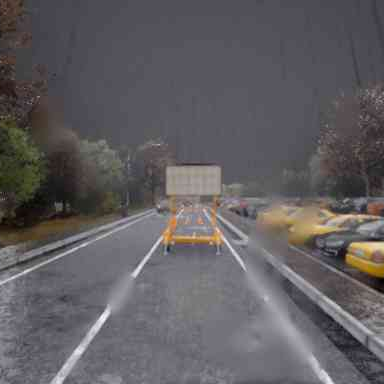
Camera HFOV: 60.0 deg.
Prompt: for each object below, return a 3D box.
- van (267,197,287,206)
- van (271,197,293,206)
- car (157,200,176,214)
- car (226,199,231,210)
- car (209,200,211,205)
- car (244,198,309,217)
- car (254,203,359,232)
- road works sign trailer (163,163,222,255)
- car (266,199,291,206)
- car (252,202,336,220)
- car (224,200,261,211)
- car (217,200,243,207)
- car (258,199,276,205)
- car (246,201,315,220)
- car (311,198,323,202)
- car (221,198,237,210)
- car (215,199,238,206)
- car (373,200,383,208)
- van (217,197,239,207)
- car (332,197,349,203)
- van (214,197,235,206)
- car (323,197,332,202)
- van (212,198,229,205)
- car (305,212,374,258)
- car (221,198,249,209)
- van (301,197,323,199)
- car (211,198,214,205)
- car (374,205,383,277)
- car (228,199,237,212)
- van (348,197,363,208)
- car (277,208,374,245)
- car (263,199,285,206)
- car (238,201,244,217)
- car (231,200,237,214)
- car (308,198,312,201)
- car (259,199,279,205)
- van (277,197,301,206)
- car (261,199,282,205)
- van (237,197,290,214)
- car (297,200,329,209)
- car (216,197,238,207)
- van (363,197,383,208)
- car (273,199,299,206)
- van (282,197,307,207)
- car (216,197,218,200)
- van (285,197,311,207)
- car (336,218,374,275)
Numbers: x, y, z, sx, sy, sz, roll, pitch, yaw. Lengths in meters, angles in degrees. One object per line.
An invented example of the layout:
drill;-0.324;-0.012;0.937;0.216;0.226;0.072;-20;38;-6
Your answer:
van;20.676;2.319;80.785;4.442;1.987;1.878;0;-2;0
van;20.396;2.161;75.249;4.442;1.987;1.878;0;-2;0
car;-3.201;1.769;42.182;2.097;1.767;4.553;0;-1;0
car;7.124;1.941;42.225;4.792;1.488;2.163;0;-1;0
car;7.534;2.716;86.614;5.008;1.535;2.097;0;-2;0
car;7.067;1.616;28.349;4.553;1.767;2.185;0;-1;0
car;6.781;1.672;20.151;5.366;1.575;1.946;0;0;0
road works sign trailer;0.069;0.588;14.026;2.380;3.560;2.880;0;-1;3
car;20.351;2.462;78.011;5.366;1.575;1.946;0;-2;0
car;7.174;1.687;22.800;5.366;1.575;1.946;0;0;0
car;7.206;1.982;47.777;4.892;1.521;2.231;0;-1;0
car;7.344;2.228;64.432;4.674;1.452;2.002;0;-1;0
car;20.622;2.735;91.860;4.553;1.767;2.185;0;-2;0
car;7.006;1.714;25.569;4.892;1.521;2.231;0;0;0
car;20.273;1.970;47.564;5.008;1.535;2.097;0;-1;0
car;6.991;1.943;45.003;5.366;1.575;1.946;0;-1;0
car;7.440;2.350;72.732;4.792;1.488;2.163;0;-1;0
car;20.143;1.763;30.945;5.008;1.535;2.097;0;-1;0
van;7.248;1.997;67.212;4.442;1.987;1.878;0;-1;0
car;20.180;1.616;39.257;5.566;2.045;2.435;0;-1;0
van;7.318;2.174;75.522;4.442;1.987;1.878;0;-2;0
car;20.204;1.650;42.027;5.566;2.045;2.435;0;-1;0
van;7.669;2.570;89.395;4.442;1.987;1.878;0;-2;0
car;6.901;1.642;11.700;4.892;1.521;2.231;0;0;0
car;7.239;1.959;56.106;4.553;1.767;2.185;0;-1;0
van;20.443;1.815;53.231;4.442;1.987;1.878;0;-1;0
car;7.416;2.006;69.987;5.566;2.045;2.435;0;-1;0
car;6.876;1.369;6.148;5.566;2.045;2.435;0;0;0
car;7.100;1.906;39.449;4.792;1.488;2.163;0;-1;0
van;20.068;1.607;36.488;4.442;1.987;1.878;0;-1;0
car;6.733;1.648;14.478;5.366;1.575;1.946;0;0;0
car;20.577;2.624;83.548;4.892;1.521;2.231;0;-2;0
car;7.089;1.803;31.120;4.792;1.488;2.163;0;-1;0
car;7.077;1.872;36.673;4.792;1.488;2.163;0;-1;0
car;20.306;2.047;50.458;4.674;1.452;2.002;0;-1;0
car;20.626;2.785;89.212;5.008;1.535;2.097;0;-2;0
van;20.350;2.022;69.860;4.442;1.987;1.878;0;-1;0
car;20.601;2.702;86.317;5.008;1.535;2.097;0;-2;0
van;7.199;1.582;33.899;4.442;1.987;1.878;0;-1;0
car;20.347;2.114;55.872;4.674;1.452;2.002;0;-1;0
car;7.062;2.047;53.330;5.366;1.575;1.946;0;-1;0
van;20.278;1.572;33.716;4.442;1.987;1.878;0;-1;0
car;20.494;2.307;72.473;5.008;1.535;2.097;0;-2;0
van;20.559;1.986;66.955;4.442;1.987;1.878;0;-1;0
car;7.312;2.153;61.656;5.008;1.535;2.097;0;-1;0
van;20.537;1.953;64.310;4.442;1.987;1.878;0;-1;0
car;7.057;1.627;8.922;5.366;1.575;1.946;0;0;0
